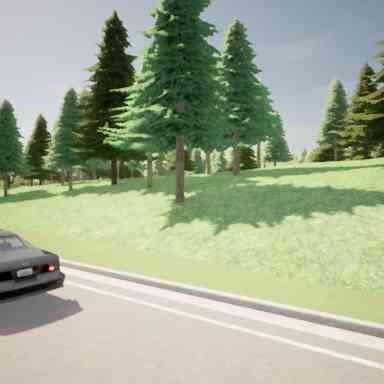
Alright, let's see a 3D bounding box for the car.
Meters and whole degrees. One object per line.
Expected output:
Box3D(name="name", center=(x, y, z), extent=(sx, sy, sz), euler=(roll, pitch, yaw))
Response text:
Box3D(name="car", center=(-5.137, 1.537, 7.639), extent=(5.357, 1.411, 2.033), euler=(0, 0, 36))
